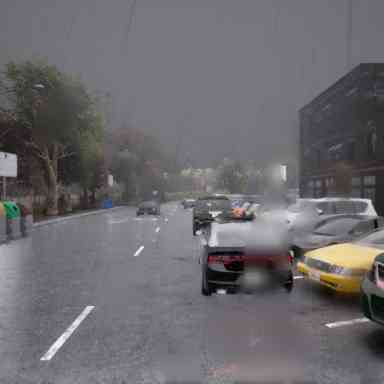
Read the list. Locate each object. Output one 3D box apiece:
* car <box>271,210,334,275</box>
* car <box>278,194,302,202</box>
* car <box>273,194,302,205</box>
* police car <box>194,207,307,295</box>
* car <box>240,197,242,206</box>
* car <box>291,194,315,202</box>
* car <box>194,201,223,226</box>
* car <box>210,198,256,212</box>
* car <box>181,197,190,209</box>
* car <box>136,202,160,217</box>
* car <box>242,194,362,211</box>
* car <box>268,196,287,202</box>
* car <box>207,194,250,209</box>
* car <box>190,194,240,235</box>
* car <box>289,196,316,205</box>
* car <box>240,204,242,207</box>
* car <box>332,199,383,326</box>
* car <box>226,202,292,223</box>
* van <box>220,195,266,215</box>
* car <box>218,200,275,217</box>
[{"bbox_3d":[5.269,1.523,11.085,4.792,1.488,2.163,1,0,-20],"label":"car"},{"bbox_3d":[23.616,1.440,80.383,2.435,2.045,5.566,0,-1,-22],"label":"car"},{"bbox_3d":[18.077,1.384,63.214,2.435,2.045,5.566,0,1,-22],"label":"car"},{"bbox_3d":[1.145,1.431,8.892,1.930,1.638,5.238,0,0,0],"label":"police car"},{"bbox_3d":[5.248,1.382,20.101,4.553,1.767,2.185,1,0,-20],"label":"car"},{"bbox_3d":[26.676,1.441,80.434,2.435,2.045,5.566,1,-1,-22],"label":"car"},{"bbox_3d":[1.101,1.512,24.783,1.882,1.535,5.008,0,0,0],"label":"car"},{"bbox_3d":[5.027,1.558,41.065,5.366,1.575,1.946,1,0,-20],"label":"car"},{"bbox_3d":[-0.203,1.619,46.323,1.812,1.442,4.674,0,0,0],"label":"car"},{"bbox_3d":[-4.167,1.654,32.156,1.895,1.301,4.718,0,0,0],"label":"car"},{"bbox_3d":[5.269,1.246,14.087,5.566,2.045,2.435,1,0,-20],"label":"car"},{"bbox_3d":[20.593,1.719,80.285,2.163,1.488,4.792,0,-1,-22],"label":"car"},{"bbox_3d":[5.187,1.330,47.160,5.566,2.045,2.435,1,0,-20],"label":"car"},{"bbox_3d":[1.119,1.245,18.813,2.150,2.045,5.566,0,0,0],"label":"car"},{"bbox_3d":[20.991,1.666,63.342,2.163,1.488,4.792,0,1,-22],"label":"car"},{"bbox_3d":[5.261,1.532,17.086,4.792,1.488,2.163,1,0,-20],"label":"car"},{"bbox_3d":[5.299,1.236,5.070,5.566,2.045,2.435,1,0,-20],"label":"car"},{"bbox_3d":[5.266,1.562,26.110,4.674,1.452,2.002,1,0,-20],"label":"car"},{"bbox_3d":[5.344,1.323,35.168,4.442,1.987,1.878,1,0,-20],"label":"van"},{"bbox_3d":[5.238,1.538,32.122,5.008,1.535,2.097,1,0,-20],"label":"car"}]
